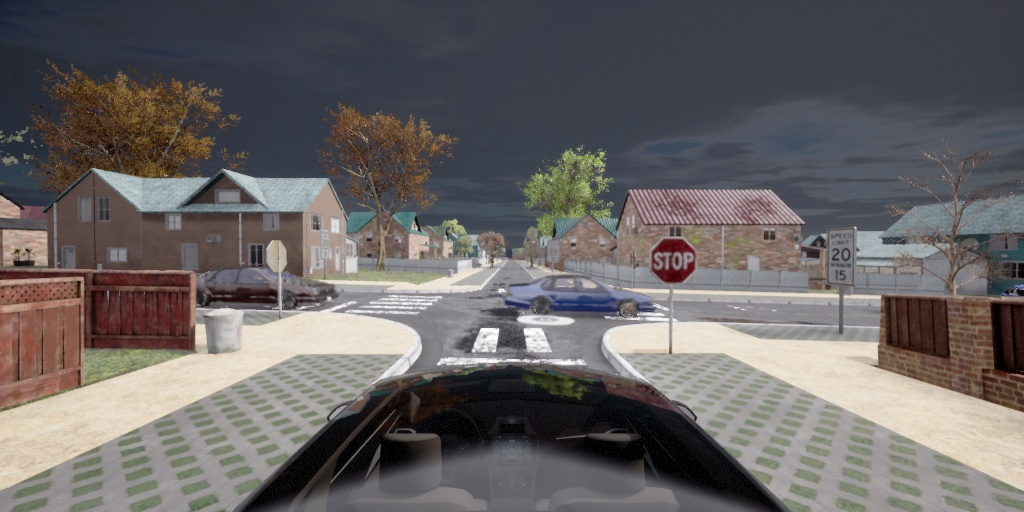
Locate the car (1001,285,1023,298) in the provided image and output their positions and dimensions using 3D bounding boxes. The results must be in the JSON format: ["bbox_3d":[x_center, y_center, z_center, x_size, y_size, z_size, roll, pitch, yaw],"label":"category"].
[{"bbox_3d":[25.826,1.730,16.118,5.566,2.045,2.150,2,1,0],"label":"car"}]

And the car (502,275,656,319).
[{"bbox_3d":[2.337,1.405,13.150,5.357,1.411,2.033,2,0,0],"label":"car"}]

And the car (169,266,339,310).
[{"bbox_3d":[-9.329,1.097,13.080,5.357,1.411,2.033,2,1,0],"label":"car"}]
